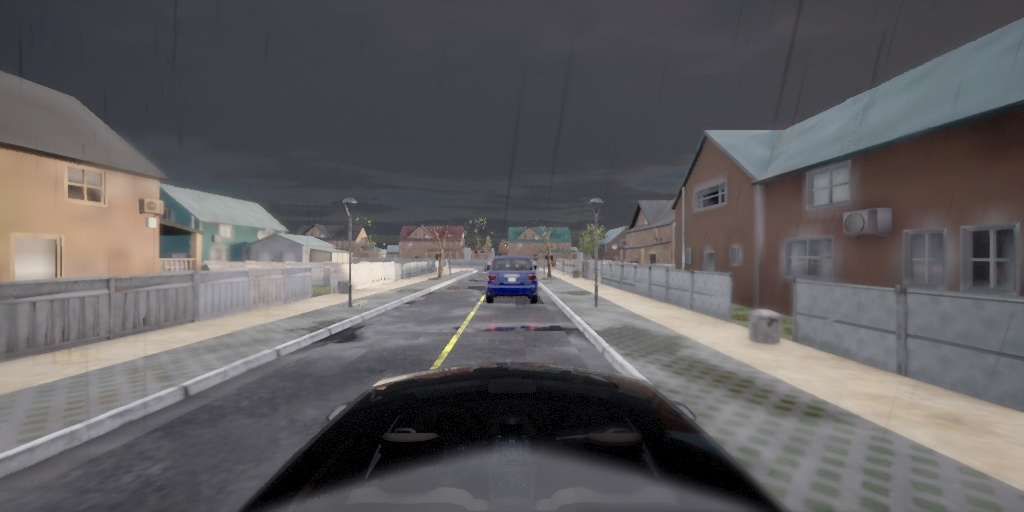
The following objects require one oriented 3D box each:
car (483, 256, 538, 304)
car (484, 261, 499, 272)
[{"bbox_3d":[0.000,1.012,16.532,2.150,2.045,5.566,0,0,0],"label":"car"},{"bbox_3d":[-2.750,1.387,49.090,1.812,1.442,4.674,0,0,0],"label":"car"}]
